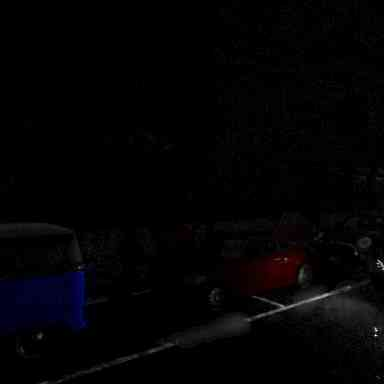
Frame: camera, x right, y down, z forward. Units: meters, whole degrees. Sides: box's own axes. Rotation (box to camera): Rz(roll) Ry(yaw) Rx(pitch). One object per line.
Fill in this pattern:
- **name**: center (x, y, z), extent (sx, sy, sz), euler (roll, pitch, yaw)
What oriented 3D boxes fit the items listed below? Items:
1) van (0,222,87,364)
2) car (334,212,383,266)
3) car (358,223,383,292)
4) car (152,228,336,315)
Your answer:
- **van**: center (-3.407, 1.343, 4.213), extent (3.998, 1.788, 1.690), euler (0, 0, -36)
- **car**: center (5.709, 1.395, 10.725), extent (4.097, 1.590, 1.967), euler (0, 0, -36)
- **car**: center (6.011, 1.487, 7.673), extent (4.674, 1.442, 1.812), euler (0, 0, -36)
- **car**: center (1.151, 1.560, 7.470), extent (4.206, 1.307, 1.802), euler (0, 0, -36)
